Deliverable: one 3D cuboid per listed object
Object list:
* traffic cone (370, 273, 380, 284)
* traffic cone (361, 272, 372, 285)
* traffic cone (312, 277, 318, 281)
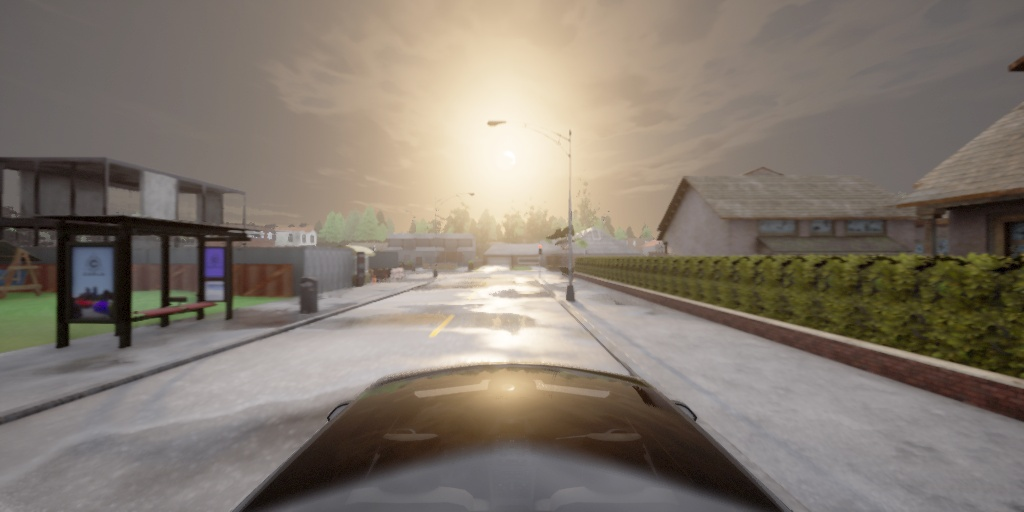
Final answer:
[{"bbox_3d":[-9.672,1.659,25.230,0.344,0.586,0.344,0,0,0],"label":"traffic cone"},{"bbox_3d":[-10.392,1.632,25.750,0.344,0.586,0.344,0,0,0],"label":"traffic cone"},{"bbox_3d":[-16.886,1.659,31.156,0.344,0.586,0.344,0,0,0],"label":"traffic cone"}]
